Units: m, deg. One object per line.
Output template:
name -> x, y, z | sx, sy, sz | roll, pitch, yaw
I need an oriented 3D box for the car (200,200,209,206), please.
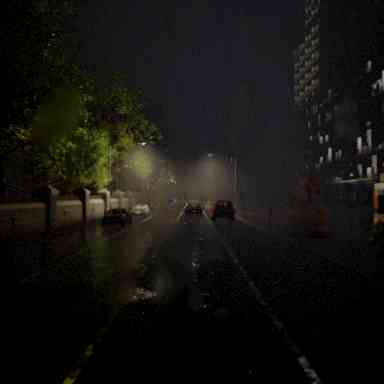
car -> 2.889, 2.518, 75.952 | 1.887, 1.381, 4.507 | 0, -1, 0

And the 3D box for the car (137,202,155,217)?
car -> -5.596, 2.007, 36.554 | 2.008, 1.369, 4.403 | 0, -1, 0

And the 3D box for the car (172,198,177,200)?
car -> -5.476, 2.617, 81.606 | 1.947, 1.339, 4.313 | 0, -1, 0

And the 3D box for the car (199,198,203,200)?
car -> 0.163, 1.947, 47.665 | 2.097, 1.767, 4.553 | 0, -1, 1

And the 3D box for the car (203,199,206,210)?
car -> 2.830, 2.196, 53.596 | 1.752, 1.417, 4.829 | 0, -1, 0

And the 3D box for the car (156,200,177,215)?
car -> -2.991, 2.081, 41.402 | 1.994, 1.385, 4.181 | 0, -1, 0

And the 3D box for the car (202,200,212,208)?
car -> 2.859, 2.363, 64.688 | 1.887, 1.381, 4.507 | 0, -1, 0

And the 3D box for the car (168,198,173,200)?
car -> -5.506, 2.477, 70.342 | 1.802, 1.307, 4.206 | 0, -1, 0

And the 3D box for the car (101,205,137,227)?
car -> -5.626, 1.897, 25.289 | 1.802, 1.307, 4.206 | 0, -1, 0

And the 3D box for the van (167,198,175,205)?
van -> -5.461, 2.470, 87.240 | 1.690, 1.788, 3.998 | 0, -1, 0

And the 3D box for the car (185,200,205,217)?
car -> 0.186, 1.947, 37.545 | 1.882, 1.535, 5.008 | 0, -1, 0

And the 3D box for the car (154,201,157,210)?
car -> -5.550, 2.108, 53.450 | 1.967, 1.590, 4.097 | 0, -1, 0

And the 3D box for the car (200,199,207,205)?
car -> 2.920, 2.657, 87.385 | 1.752, 1.417, 4.829 | 0, -1, 0

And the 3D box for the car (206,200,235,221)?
car -> 2.770, 1.701, 30.901 | 2.192, 1.841, 5.009 | 0, -1, 0

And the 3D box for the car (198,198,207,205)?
car -> 2.934, 2.523, 92.851 | 2.192, 1.841, 5.009 | 0, -1, 0

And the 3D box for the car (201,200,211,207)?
car -> 2.874, 2.462, 70.319 | 1.947, 1.339, 4.313 | 0, -1, 0
